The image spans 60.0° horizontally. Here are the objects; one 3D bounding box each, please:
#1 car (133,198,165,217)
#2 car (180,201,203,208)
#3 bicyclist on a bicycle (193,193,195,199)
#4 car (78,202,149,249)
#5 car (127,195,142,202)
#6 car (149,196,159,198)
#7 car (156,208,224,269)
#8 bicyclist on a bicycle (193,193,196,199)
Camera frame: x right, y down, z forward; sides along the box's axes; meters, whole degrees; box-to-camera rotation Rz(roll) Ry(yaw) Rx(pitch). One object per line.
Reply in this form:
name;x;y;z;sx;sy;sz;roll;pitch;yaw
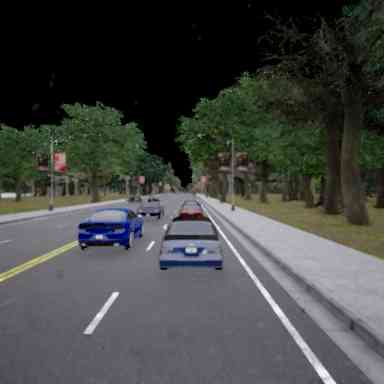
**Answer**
car;-3.308;1.459;27.385;1.895;1.301;4.718;0;0;0
car;-0.053;1.418;28.292;1.994;1.385;4.181;0;0;0
bicyclist on a bicycle;0.570;1.010;92.931;0.582;1.620;1.656;0;0;0
car;-3.248;1.404;14.151;1.882;1.535;5.008;0;1;0
car;-10.006;1.270;58.241;1.994;1.385;4.181;0;0;0
car;-6.751;1.307;58.206;1.895;1.301;4.718;0;0;0
car;-0.013;1.491;10.841;2.033;1.411;5.357;0;0;0
bicyclist on a bicycle;0.602;1.049;83.929;0.582;1.620;1.656;0;0;0
